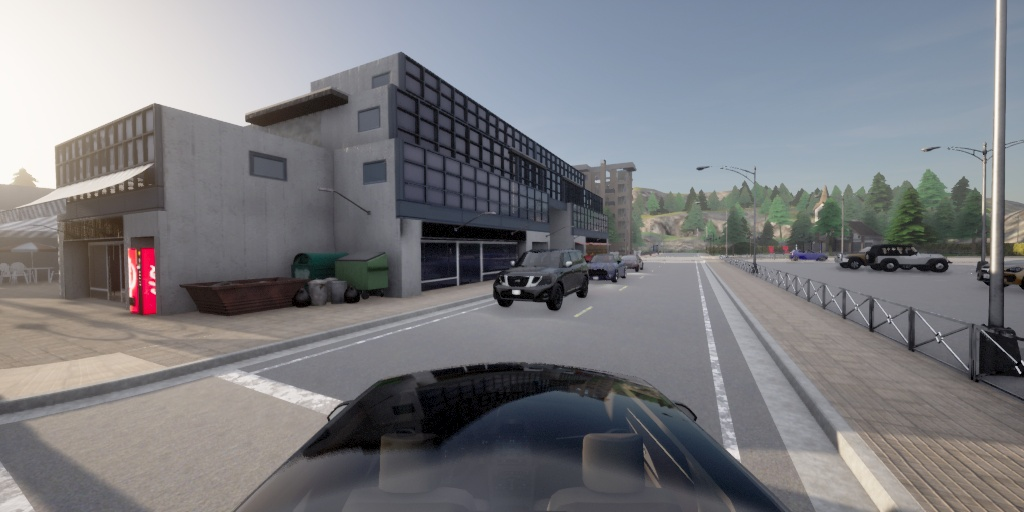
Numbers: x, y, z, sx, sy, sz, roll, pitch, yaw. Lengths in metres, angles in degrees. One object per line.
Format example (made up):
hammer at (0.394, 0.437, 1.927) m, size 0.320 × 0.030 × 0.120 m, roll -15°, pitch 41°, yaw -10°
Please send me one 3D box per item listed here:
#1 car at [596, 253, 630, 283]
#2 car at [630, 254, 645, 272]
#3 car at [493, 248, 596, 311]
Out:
car at (5.823, 0.641, 22.604) m, size 2.097 × 1.767 × 4.553 m, roll 0°, pitch 1°, yaw 27°
car at (10.451, 0.580, 31.730) m, size 1.812 × 1.442 × 4.674 m, roll 0°, pitch 1°, yaw 27°
car at (1.378, 0.737, 13.828) m, size 2.150 × 2.045 × 5.566 m, roll 0°, pitch 1°, yaw 27°
